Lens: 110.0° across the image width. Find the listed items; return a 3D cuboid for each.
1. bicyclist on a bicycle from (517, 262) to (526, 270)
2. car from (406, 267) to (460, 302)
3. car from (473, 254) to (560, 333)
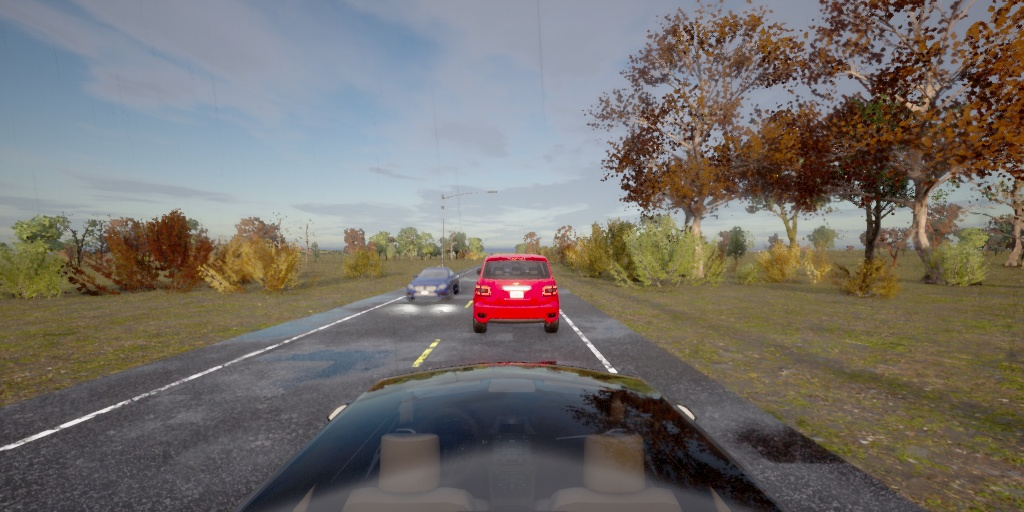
[{"bbox_3d":[0.877,1.110,30.020,0.659,1.776,1.843,0,0,0],"label":"bicyclist on a bicycle"},{"bbox_3d":[-3.630,1.270,17.234,1.812,1.442,4.674,0,0,0],"label":"car"},{"bbox_3d":[0.084,0.968,10.842,2.150,2.045,5.566,0,0,-1],"label":"car"}]
